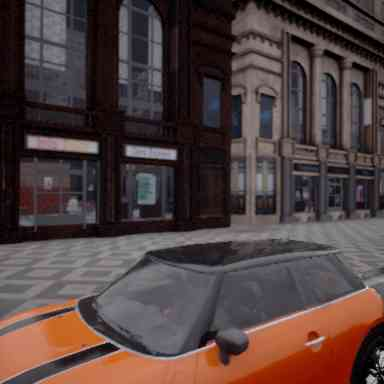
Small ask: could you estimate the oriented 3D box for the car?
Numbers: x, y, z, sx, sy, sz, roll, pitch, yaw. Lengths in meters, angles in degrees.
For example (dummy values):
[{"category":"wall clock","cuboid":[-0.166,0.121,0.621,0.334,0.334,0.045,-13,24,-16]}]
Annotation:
[{"category":"car","cuboid":[0.073,1.375,3.427,4.553,1.767,2.097,1,0,-35]}]
